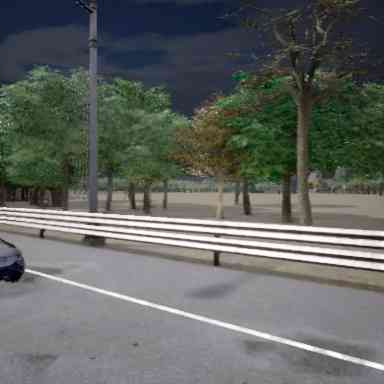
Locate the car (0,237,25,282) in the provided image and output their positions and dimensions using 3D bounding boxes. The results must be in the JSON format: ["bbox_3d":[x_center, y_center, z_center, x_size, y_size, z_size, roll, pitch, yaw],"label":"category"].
[{"bbox_3d":[-6.152,1.565,8.608,4.181,1.385,1.994,0,0,37],"label":"car"}]
